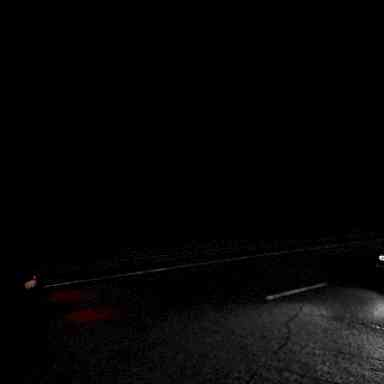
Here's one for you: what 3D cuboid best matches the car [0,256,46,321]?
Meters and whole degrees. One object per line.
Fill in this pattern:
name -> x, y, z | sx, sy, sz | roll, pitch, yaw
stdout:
car -> -5.017, 1.533, 4.634 | 5.357, 1.411, 2.033 | 0, 0, -36

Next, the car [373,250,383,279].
car -> 6.546, 1.598, 8.098 | 4.718, 1.301, 1.895 | 0, 0, -31
